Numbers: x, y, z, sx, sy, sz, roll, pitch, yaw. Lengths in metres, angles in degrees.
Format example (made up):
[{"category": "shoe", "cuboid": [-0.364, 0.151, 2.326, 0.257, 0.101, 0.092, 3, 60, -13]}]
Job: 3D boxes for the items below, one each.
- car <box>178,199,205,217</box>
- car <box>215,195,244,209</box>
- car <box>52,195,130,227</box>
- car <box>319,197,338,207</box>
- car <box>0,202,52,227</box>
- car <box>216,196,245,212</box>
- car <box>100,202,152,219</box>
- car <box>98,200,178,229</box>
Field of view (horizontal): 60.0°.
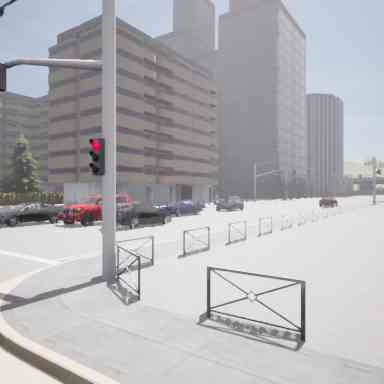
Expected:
[{"category": "car", "cuboid": [-1.036, 1.601, 31.593, 1.895, 1.301, 4.718, 0, 0, 35]}, {"category": "car", "cuboid": [5.356, 1.352, 46.961, 2.097, 1.767, 4.553, 0, 0, 35]}, {"category": "car", "cuboid": [-6.582, 1.221, 23.549, 2.150, 2.045, 5.566, 0, 0, 35]}, {"category": "car", "cuboid": [20.846, 1.478, 50.674, 1.882, 1.535, 5.008, 0, 0, 35]}, {"category": "car", "cuboid": [-11.244, 1.492, 22.951, 2.128, 1.511, 4.902, 0, 0, 35]}, {"category": "car", "cuboid": [4.650, 1.526, 39.814, 1.812, 1.442, 4.674, 0, 0, 35]}, {"category": "car", "cuboid": [-5.984, 1.601, 30.582, 1.895, 1.301, 4.718, 0, 0, 35]}, {"category": "car", "cuboid": [-3.371, 1.477, 21.682, 1.882, 1.535, 5.008, 0, 0, 35]}]
